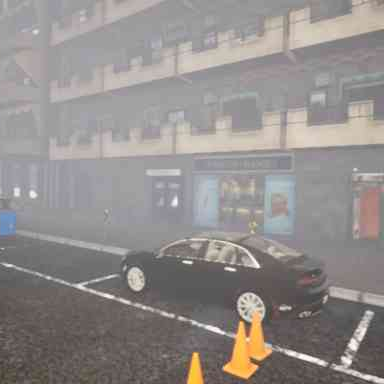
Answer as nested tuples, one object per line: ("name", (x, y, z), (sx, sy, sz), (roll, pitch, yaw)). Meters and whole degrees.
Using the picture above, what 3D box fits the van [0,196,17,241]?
("van", (-8.583, 0.965, 13.122), (3.998, 1.788, 1.690), (2, 1, 36))

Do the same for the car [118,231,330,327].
("car", (0.399, 1.464, 6.710), (4.403, 1.369, 2.008), (2, 1, 36))

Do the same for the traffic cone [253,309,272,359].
("traffic cone", (0.877, 1.911, 4.575), (0.340, 0.580, 0.340), (2, 1, 42))

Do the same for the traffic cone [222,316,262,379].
("traffic cone", (0.609, 1.911, 4.148), (0.340, 0.580, 0.340), (2, 1, 36))

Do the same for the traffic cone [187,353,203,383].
("traffic cone", (0.028, 1.910, 3.334), (0.340, 0.580, 0.340), (2, 1, 36))
